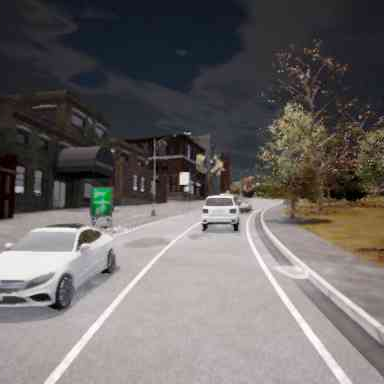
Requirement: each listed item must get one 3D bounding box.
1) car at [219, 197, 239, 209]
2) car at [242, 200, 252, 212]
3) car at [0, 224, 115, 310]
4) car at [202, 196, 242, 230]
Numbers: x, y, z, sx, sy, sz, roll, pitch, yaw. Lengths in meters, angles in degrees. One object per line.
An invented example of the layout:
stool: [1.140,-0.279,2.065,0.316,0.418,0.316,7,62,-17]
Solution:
car: [5.582,1.618,49.884,1.837,1.490,4.892,-2,-1,20]
car: [5.949,1.622,39.115,1.895,1.301,4.718,-2,0,16]
car: [-3.223,1.548,8.026,1.812,1.442,4.674,0,0,4]
car: [1.938,1.250,21.451,2.150,2.045,5.566,-1,0,9]
